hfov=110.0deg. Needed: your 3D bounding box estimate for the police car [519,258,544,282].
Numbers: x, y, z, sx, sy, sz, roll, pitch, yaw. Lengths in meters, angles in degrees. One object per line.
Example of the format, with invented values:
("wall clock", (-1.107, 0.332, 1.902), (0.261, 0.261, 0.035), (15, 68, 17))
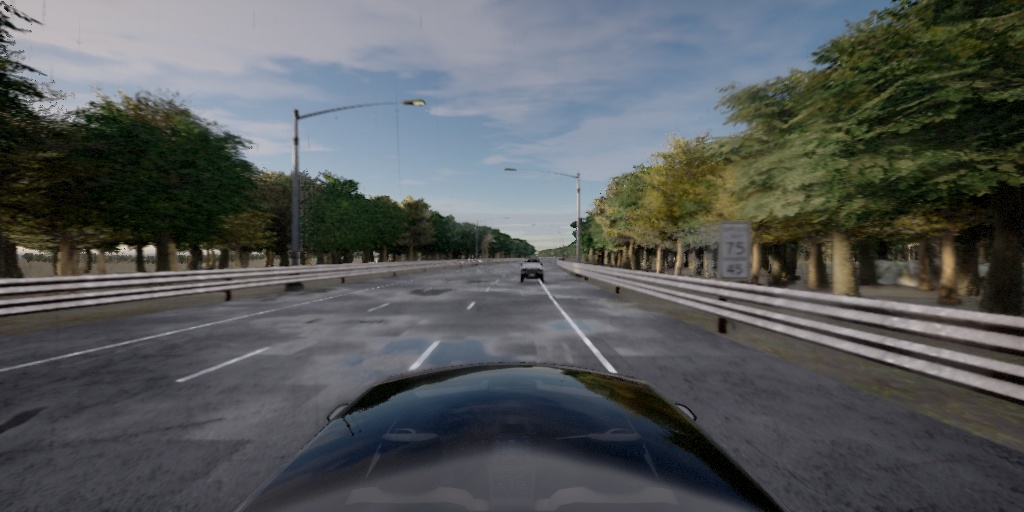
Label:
("police car", (1.625, 1.223, 29.616), (1.930, 1.638, 5.238), (0, 0, 2))
